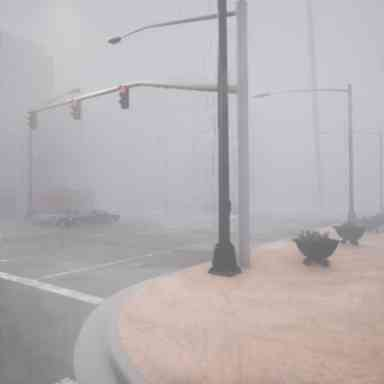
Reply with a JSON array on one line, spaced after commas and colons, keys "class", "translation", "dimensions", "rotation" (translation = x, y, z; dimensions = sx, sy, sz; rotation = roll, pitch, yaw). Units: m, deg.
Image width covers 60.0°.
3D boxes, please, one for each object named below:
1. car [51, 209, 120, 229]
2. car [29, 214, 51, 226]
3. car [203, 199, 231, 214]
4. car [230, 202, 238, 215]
[{"class": "car", "translation": [-7.868, 2.014, 25.419], "dimensions": [1.895, 1.301, 4.718], "rotation": [-1, -1, 35]}, {"class": "car", "translation": [-10.736, 2.057, 27.413], "dimensions": [1.895, 1.301, 4.718], "rotation": [-1, -1, 35]}, {"class": "car", "translation": [3.869, 2.038, 48.136], "dimensions": [2.150, 2.045, 5.566], "rotation": [-1, -2, 36]}, {"class": "car", "translation": [5.987, 2.259, 45.076], "dimensions": [1.837, 1.490, 4.892], "rotation": [-1, -2, 35]}]
